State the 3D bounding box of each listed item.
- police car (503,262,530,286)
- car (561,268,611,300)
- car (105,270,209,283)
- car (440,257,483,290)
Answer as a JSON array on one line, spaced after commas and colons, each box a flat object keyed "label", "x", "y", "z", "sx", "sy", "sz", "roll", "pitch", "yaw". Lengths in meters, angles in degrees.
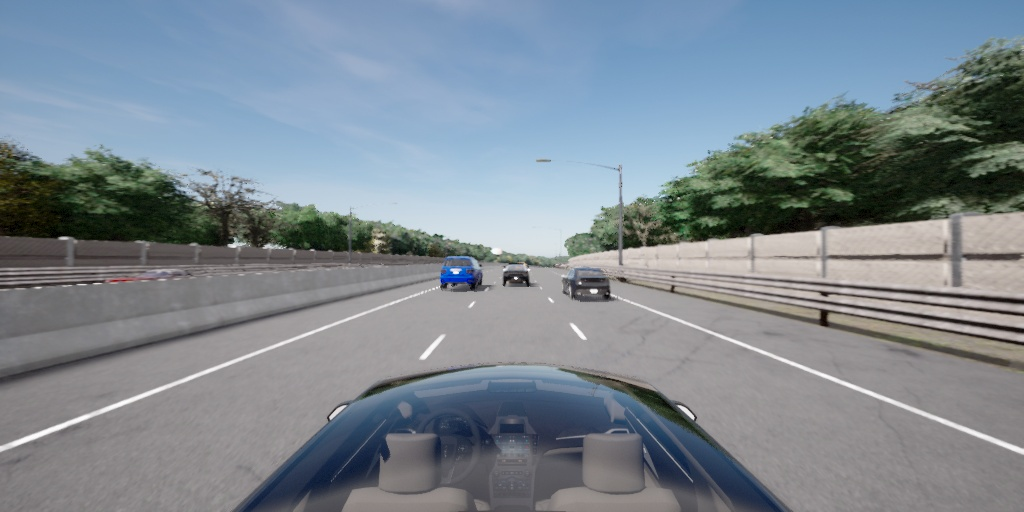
[{"label": "police car", "x": 0.344, "y": 1.369, "z": 27.530, "sx": 1.930, "sy": 1.638, "sz": 5.238, "roll": 0, "pitch": -1, "yaw": 1}, {"label": "car", "x": 3.684, "y": 1.345, "z": 18.382, "sx": 1.837, "sy": 1.490, "sz": 4.892, "roll": 0, "pitch": -1, "yaw": 1}, {"label": "car", "x": -20.859, "y": 1.495, "z": 21.284, "sx": 1.895, "sy": 1.301, "sz": 4.718, "roll": 0, "pitch": -1, "yaw": 1}, {"label": "car", "x": -3.252, "y": 1.113, "z": 23.889, "sx": 2.150, "sy": 2.045, "sz": 5.566, "roll": 0, "pitch": -1, "yaw": 1}]
